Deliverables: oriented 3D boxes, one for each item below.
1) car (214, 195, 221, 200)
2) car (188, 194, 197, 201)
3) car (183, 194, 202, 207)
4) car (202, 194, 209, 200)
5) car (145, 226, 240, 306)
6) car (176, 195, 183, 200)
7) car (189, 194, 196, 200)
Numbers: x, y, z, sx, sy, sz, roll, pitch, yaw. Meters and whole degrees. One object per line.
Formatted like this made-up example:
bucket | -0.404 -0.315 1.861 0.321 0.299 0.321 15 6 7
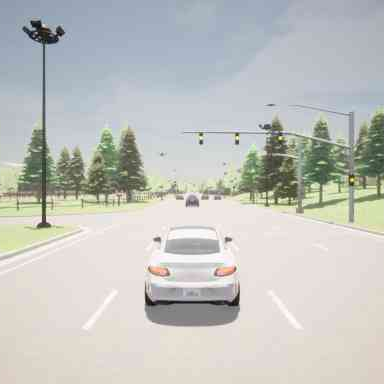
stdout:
car | 7.125 1.516 93.224 2.128 1.511 4.902 0 0 0
car | 0.111 1.339 82.787 2.097 1.767 4.553 0 0 0
car | 0.070 1.347 51.757 2.097 1.767 4.553 0 0 0
car | 3.625 1.346 93.199 2.097 1.767 4.553 0 0 0
car | 0.017 1.525 7.884 1.812 1.442 4.674 0 0 0
car | -3.375 1.543 93.205 1.994 1.385 4.181 0 0 0
car | 0.125 1.323 92.820 1.837 1.490 4.892 0 0 0
